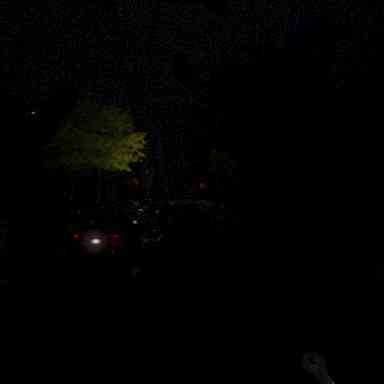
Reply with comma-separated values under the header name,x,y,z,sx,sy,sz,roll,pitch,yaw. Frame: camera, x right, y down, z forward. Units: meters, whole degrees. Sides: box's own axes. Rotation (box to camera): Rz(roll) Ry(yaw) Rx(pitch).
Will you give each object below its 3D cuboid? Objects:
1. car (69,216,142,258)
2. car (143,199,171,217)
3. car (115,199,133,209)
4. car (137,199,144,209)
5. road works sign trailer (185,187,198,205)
name,x,y,z,sx,sy,sz,roll,pitch,yaw
car,-3.152,1.596,12.895,1.994,1.385,4.181,0,0,0
car,-3.154,1.589,32.835,2.128,1.511,4.902,0,0,0
car,-9.840,1.724,48.620,2.033,1.411,5.357,0,0,0
car,-6.592,1.721,48.211,2.033,1.411,5.357,0,0,0
road works sign trailer,-0.009,0.754,65.716,2.380,3.560,2.880,0,0,0
